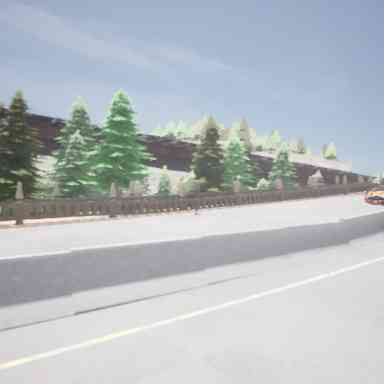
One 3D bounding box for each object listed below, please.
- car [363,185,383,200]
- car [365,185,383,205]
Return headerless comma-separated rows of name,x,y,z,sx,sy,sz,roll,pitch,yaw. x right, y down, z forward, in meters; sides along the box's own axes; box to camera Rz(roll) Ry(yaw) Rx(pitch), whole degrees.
car,20.515,0.043,35.819,4.181,1.385,1.994,-3,2,-35
car,17.141,0.153,29.120,4.553,1.767,2.097,-3,2,-35
